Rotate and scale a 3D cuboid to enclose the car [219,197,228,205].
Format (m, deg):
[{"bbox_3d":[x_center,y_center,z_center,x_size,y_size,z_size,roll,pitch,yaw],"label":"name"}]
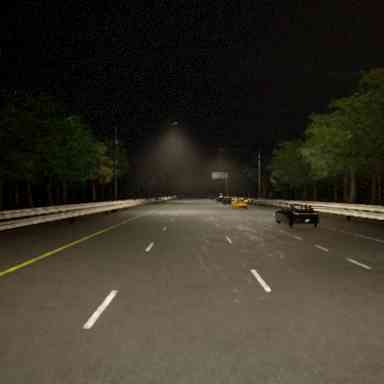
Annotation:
[{"bbox_3d":[7.245,1.912,68.908,1.837,1.490,4.892,0,-1,0],"label":"car"}]

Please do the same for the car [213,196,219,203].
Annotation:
[{"bbox_3d":[7.423,2.173,89.961,1.895,1.301,4.718,0,0,1],"label":"car"}]

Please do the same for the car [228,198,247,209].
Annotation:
[{"bbox_3d":[7.130,1.758,50.625,1.882,1.535,5.008,0,-1,0],"label":"car"}]

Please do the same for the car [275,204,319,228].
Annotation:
[{"bbox_3d":[7.023,1.556,22.660,2.128,1.511,4.902,0,0,0],"label":"car"}]
